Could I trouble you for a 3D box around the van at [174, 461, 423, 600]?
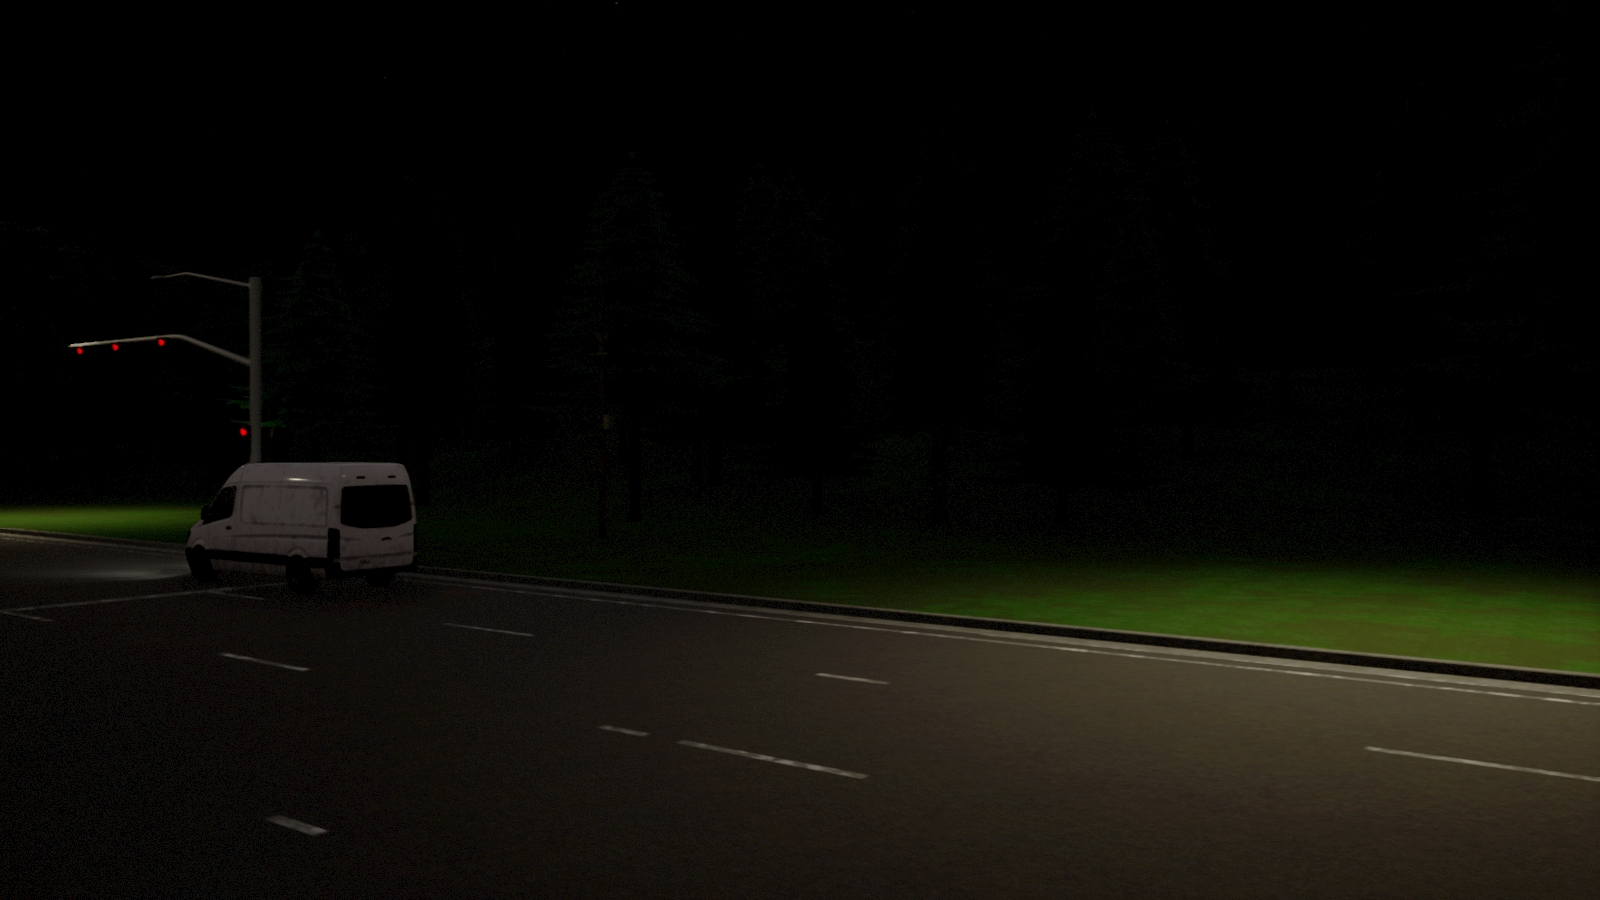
[{"bbox_3d":[-10.612,1.534,23.949,5.915,2.561,1.988,0,0,35],"label":"van"}]
